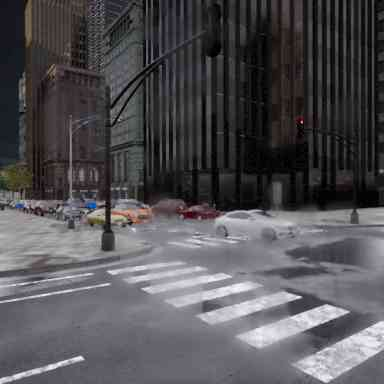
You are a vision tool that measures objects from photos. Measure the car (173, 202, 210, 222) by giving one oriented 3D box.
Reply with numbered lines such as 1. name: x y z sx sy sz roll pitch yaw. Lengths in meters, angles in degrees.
1. car: 0.576 1.828 29.437 1.887 1.381 4.507 -1 0 -35

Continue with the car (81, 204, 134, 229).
1. car: -6.286 1.843 24.371 1.752 1.417 4.829 -1 0 -35

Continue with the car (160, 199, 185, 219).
1. car: -2.369 1.667 33.589 2.192 1.841 5.009 -1 0 -35

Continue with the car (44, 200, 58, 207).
1. car: -31.720 2.594 74.930 1.947 1.339 4.313 -1 0 -35

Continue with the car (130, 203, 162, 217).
1. car: -5.303 2.003 37.740 1.802 1.307 4.206 -1 0 -35

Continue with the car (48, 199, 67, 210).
1. car: -24.062 2.169 59.563 2.097 1.767 4.553 0 -1 -35

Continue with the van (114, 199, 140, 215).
1. van: -8.249 1.831 41.892 1.690 1.788 3.998 -1 0 -35

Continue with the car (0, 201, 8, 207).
1. car: -44.391 2.770 78.051 1.802 1.307 4.206 -1 0 -35

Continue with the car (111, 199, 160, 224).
1. car: -4.809 1.677 26.909 2.097 1.767 4.553 0 -1 -35

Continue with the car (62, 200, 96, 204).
1. car: -12.981 2.002 38.436 2.128 1.511 4.902 0 0 -35

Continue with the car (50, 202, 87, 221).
1. car: -12.040 2.003 32.477 2.008 1.369 4.403 -1 0 -35

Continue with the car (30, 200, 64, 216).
1. car: -17.702 1.900 40.446 2.192 1.841 5.009 -1 0 -35

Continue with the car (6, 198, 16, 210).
1. car: -31.943 2.353 60.511 1.967 1.590 4.097 -1 0 -35

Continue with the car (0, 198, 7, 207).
1. car: -41.279 2.666 73.667 1.887 1.381 4.507 -1 0 -35

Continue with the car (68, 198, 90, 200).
1. car: -17.904 1.897 50.879 2.150 2.045 5.566 0 -1 -35

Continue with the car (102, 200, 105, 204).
1. car: -11.189 1.874 46.043 2.192 1.841 5.009 -1 0 -35

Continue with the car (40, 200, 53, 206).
1. car: -34.732 2.659 79.173 1.947 1.339 4.313 -1 0 -35

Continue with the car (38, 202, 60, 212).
1. car: -22.127 2.282 51.478 2.033 1.411 5.357 0 -1 -35

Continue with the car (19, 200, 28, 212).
1. car: -23.355 2.156 48.413 1.967 1.590 4.097 -1 0 -35

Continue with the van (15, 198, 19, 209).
1. van: -26.185 2.122 52.398 1.690 1.788 3.998 -1 0 -35

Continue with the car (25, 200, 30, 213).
1. car: -20.525 2.195 44.430 1.887 1.381 4.507 -1 0 -35

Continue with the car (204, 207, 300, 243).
1. car: 3.032 1.612 16.662 1.812 1.442 4.674 0 -2 -43
